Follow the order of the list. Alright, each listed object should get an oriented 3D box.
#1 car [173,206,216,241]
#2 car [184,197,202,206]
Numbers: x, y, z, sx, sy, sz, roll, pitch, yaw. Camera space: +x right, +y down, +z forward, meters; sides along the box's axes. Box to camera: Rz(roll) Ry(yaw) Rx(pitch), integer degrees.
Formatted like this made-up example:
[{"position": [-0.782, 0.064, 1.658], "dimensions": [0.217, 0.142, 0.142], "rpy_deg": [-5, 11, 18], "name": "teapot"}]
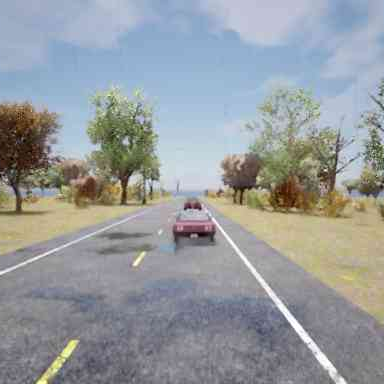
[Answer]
[{"position": [0.094, 1.579, 16.411], "dimensions": [1.895, 1.301, 4.718], "rpy_deg": [0, 0, 0], "name": "car"}, {"position": [0.085, 1.337, 40.293], "dimensions": [2.097, 1.767, 4.553], "rpy_deg": [0, 0, 0], "name": "car"}]
